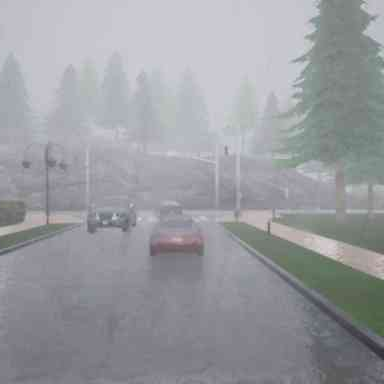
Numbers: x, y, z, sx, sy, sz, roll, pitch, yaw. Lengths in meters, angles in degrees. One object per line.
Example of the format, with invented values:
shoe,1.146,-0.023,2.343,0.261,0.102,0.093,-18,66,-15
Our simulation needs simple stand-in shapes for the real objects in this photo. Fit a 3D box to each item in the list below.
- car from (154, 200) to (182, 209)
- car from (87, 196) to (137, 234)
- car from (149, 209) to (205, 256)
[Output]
car,-2.172,1.424,28.899,1.882,1.535,5.008,0,1,-14
car,-4.577,1.244,19.843,2.150,2.045,5.566,0,0,-3
car,-0.601,1.573,13.194,1.994,1.385,4.181,0,0,-3
